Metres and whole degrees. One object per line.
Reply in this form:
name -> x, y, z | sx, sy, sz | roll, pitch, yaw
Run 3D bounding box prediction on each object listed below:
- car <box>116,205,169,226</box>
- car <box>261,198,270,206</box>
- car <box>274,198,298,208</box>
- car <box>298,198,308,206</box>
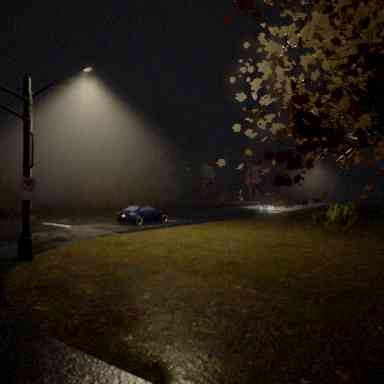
car -> -3.556, 1.630, 24.632 | 1.994, 1.385, 4.181 | 1, 0, 35
car -> 13.137, 1.694, 55.782 | 1.895, 1.301, 4.718 | 1, 0, 32
car -> 13.978, 1.611, 50.522 | 1.882, 1.535, 5.008 | 1, 0, 33
car -> 19.228, 1.765, 58.918 | 1.895, 1.301, 4.718 | 1, 0, 31
